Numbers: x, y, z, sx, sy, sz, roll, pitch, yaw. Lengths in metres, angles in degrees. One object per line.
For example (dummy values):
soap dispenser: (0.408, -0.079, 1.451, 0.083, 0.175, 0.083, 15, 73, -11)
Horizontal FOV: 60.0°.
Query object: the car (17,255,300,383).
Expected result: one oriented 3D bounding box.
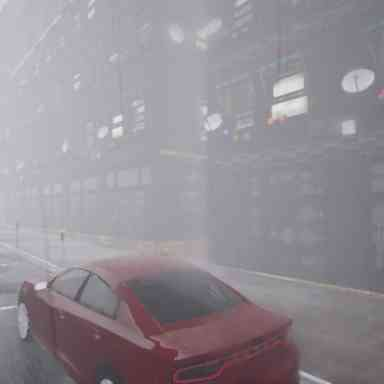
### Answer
car: (-0.976, 1.655, 4.753, 1.882, 1.535, 5.008, 3, -3, -41)
